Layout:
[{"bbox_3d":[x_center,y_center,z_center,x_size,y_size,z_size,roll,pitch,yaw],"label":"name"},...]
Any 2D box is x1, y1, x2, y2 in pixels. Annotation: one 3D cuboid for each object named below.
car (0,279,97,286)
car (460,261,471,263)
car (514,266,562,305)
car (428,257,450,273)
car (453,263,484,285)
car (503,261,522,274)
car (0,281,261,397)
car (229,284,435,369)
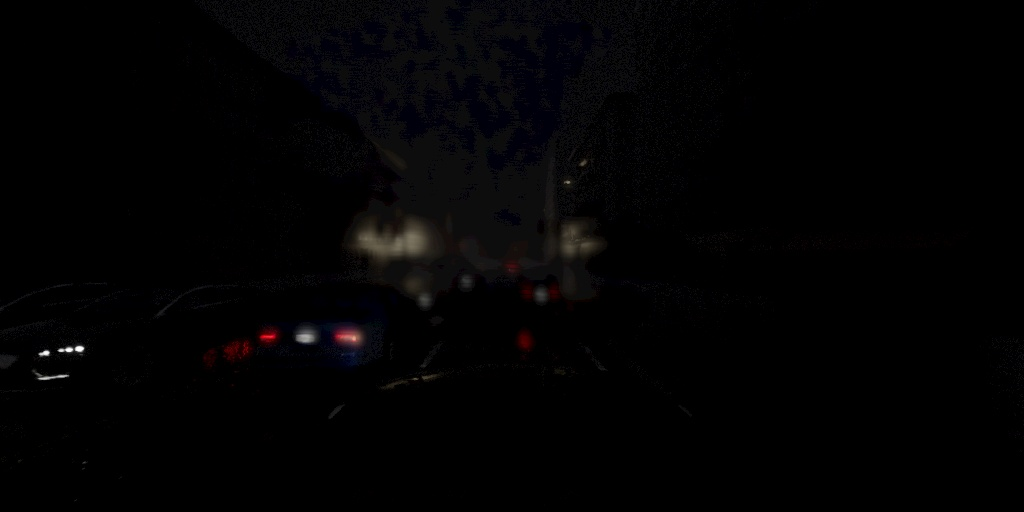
[{"bbox_3d":[-9.851,1.266,7.297,2.128,1.511,4.902,0,0,0],"label":"car"},{"bbox_3d":[-6.586,1.429,49.769,2.128,1.511,4.902,0,0,0],"label":"car"},{"bbox_3d":[1.137,1.337,16.204,1.812,1.442,4.674,0,0,0],"label":"car"},{"bbox_3d":[-9.841,1.156,48.843,2.150,2.045,5.566,0,0,0],"label":"car"},{"bbox_3d":[-3.150,1.453,27.105,1.895,1.301,4.718,0,0,0],"label":"car"},{"bbox_3d":[0.060,1.417,43.058,1.837,1.490,4.892,0,0,0],"label":"car"},{"bbox_3d":[-6.600,1.264,6.888,2.128,1.511,4.902,0,0,0],"label":"car"},{"bbox_3d":[-3.148,1.325,7.999,2.033,1.411,5.357,0,0,0],"label":"car"}]
